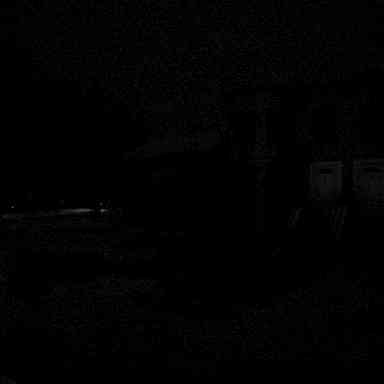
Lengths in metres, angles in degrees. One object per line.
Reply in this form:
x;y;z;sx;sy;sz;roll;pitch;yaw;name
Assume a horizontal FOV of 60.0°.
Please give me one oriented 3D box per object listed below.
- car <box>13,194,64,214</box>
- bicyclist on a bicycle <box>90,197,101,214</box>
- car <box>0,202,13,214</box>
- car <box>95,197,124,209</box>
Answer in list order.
-16.828;1.221;36.418;2.150;2.045;5.566;0;0;36;car
-9.401;1.344;32.337;1.656;1.620;0.582;0;1;36;bicyclist on a bicycle
-18.302;1.221;27.255;2.150;2.045;5.566;0;0;36;car
-10.770;1.478;44.721;1.882;1.535;5.008;0;0;36;car
